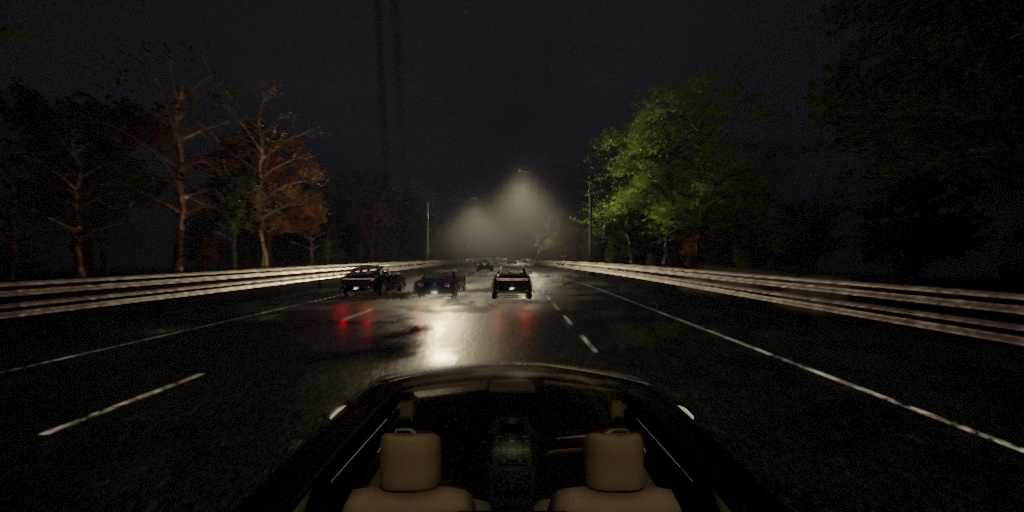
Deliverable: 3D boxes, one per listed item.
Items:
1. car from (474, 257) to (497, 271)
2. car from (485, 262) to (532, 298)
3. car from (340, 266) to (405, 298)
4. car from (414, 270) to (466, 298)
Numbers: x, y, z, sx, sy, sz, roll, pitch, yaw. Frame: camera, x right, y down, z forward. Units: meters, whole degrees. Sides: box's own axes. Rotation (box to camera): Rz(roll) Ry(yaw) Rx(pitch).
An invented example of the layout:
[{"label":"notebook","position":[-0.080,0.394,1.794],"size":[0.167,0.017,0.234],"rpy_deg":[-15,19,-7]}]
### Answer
[{"label":"car","position":[-3.513,1.127,48.077],"size":[2.097,1.767,4.553],"rpy_deg":[0,0,0]},{"label":"car","position":[-0.006,1.246,18.397],"size":[2.128,1.511,4.902],"rpy_deg":[0,0,0]},{"label":"car","position":[-7.005,1.247,18.517],"size":[2.128,1.511,4.902],"rpy_deg":[0,0,0]},{"label":"car","position":[-3.505,1.356,18.472],"size":[1.895,1.301,4.718],"rpy_deg":[0,0,0]}]
